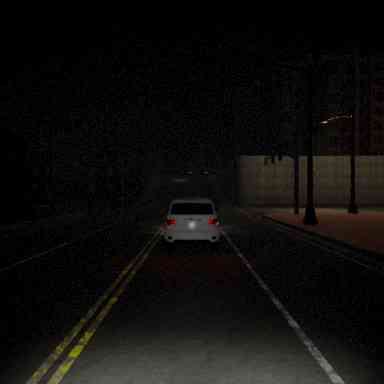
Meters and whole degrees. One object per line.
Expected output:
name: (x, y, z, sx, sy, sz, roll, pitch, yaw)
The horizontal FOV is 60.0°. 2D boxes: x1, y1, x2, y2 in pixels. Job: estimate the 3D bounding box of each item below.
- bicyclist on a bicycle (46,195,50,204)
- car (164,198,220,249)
bicyclist on a bicycle: (-25.262, 1.299, 58.629, 0.582, 1.620, 1.656, 0, 0, 0)
car: (0.000, 1.257, 14.680, 2.150, 2.045, 5.566, 0, 0, 0)
